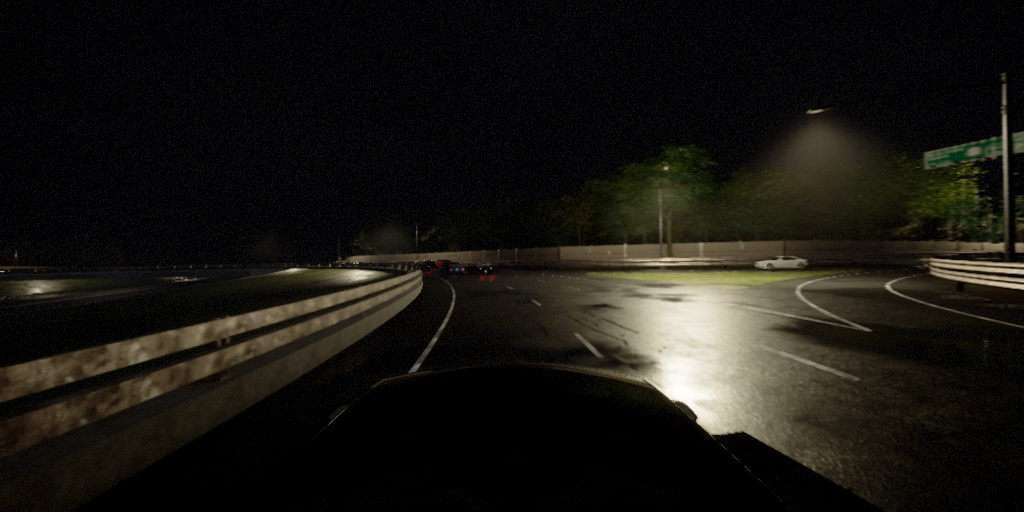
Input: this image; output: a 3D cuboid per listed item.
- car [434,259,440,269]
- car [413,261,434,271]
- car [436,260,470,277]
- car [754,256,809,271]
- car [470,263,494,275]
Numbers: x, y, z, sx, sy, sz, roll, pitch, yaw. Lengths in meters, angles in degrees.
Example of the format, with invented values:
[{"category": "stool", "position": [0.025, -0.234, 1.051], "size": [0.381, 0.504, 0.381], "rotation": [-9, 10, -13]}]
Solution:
[{"category": "car", "position": [-14.681, 1.538, 61.988], "size": [1.837, 1.490, 4.892], "rotation": [-1, -1, -33]}, {"category": "car", "position": [-13.798, 1.620, 53.850], "size": [1.895, 1.301, 4.718], "rotation": [-1, 0, -30]}, {"category": "car", "position": [-6.389, 1.418, 38.235], "size": [2.033, 1.411, 5.357], "rotation": [-1, 0, -21]}, {"category": "car", "position": [27.416, 0.699, 36.527], "size": [4.674, 1.442, 1.812], "rotation": [-1, 0, 6]}, {"category": "car", "position": [-3.672, 1.415, 40.832], "size": [1.895, 1.301, 4.718], "rotation": [-1, 0, -22]}]
